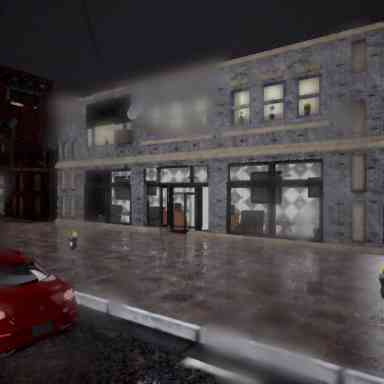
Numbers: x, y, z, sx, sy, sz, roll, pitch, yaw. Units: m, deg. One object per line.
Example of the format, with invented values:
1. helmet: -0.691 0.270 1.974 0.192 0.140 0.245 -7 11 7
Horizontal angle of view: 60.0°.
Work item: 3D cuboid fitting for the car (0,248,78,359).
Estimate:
1. car: -3.580 1.581 5.424 4.206 1.307 1.802 0 0 36
